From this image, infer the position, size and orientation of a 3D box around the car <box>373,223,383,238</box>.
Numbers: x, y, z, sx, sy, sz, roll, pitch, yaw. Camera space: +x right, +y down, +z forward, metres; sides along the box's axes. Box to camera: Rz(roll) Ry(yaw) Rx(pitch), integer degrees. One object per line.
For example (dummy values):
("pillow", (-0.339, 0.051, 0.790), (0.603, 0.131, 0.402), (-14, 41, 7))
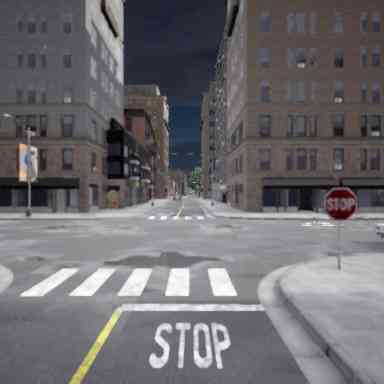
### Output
("car", (10.237, 1.581, 13.647), (4.718, 1.301, 1.895), (0, 0, 0))

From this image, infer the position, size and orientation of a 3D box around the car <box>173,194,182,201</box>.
("car", (-3.096, 1.129, 70.658), (2.128, 1.511, 4.902), (0, 0, -2))
